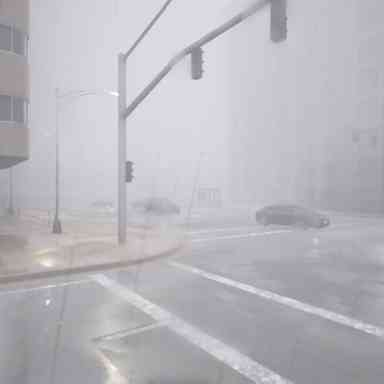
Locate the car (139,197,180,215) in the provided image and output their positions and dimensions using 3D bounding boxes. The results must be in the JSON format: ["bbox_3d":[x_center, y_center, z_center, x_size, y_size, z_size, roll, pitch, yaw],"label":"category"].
[{"bbox_3d":[-3.123,1.346,33.430,2.097,1.767,4.553,0,0,-36],"label":"car"}]

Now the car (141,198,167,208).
[{"bbox_3d":[-5.708,1.556,49.159,1.994,1.385,4.181,0,0,-36],"label":"car"}]

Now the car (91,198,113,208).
[{"bbox_3d":[-12.553,1.466,46.492,1.994,1.385,4.181,0,0,-36],"label":"car"}]

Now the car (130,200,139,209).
[{"bbox_3d":[-6.227,1.541,43.940,2.033,1.411,5.357,0,0,-36],"label":"car"}]

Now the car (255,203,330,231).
[{"bbox_3d":[6.116,1.500,20.757,1.837,1.490,4.892,0,0,-36],"label":"car"}]
